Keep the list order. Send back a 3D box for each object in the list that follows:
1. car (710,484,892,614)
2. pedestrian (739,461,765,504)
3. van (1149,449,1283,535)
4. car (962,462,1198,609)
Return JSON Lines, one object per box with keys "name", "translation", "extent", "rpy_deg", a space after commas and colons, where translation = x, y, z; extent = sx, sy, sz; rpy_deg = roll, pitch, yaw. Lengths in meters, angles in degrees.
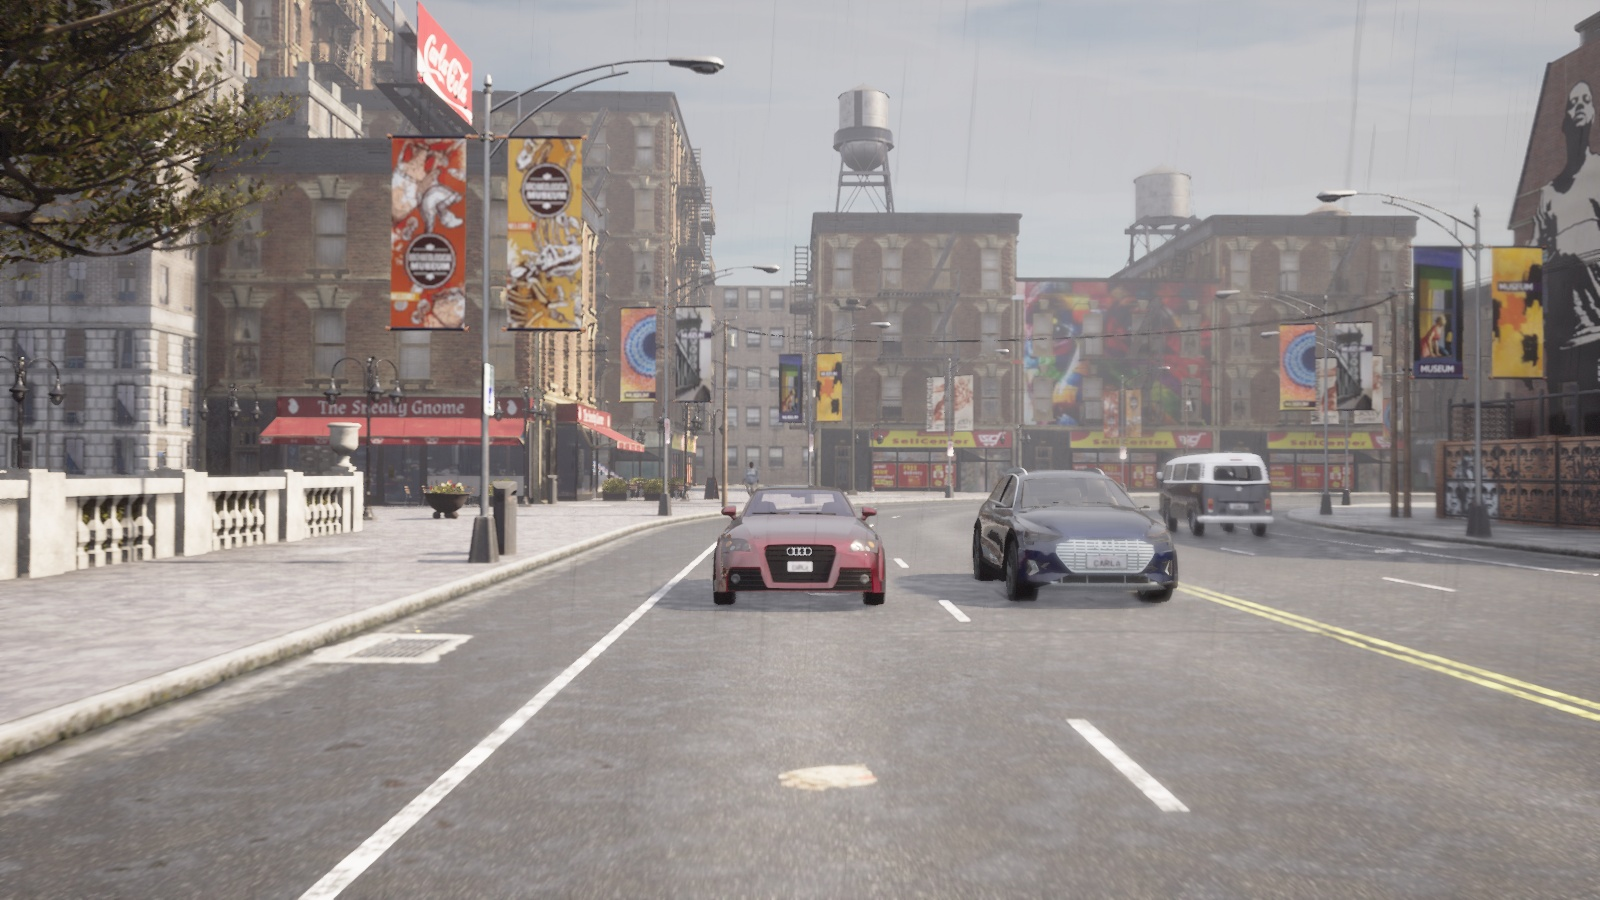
{"name": "car", "translation": [-0.013, 1.147, 15.949], "extent": [1.994, 1.385, 4.181], "rpy_deg": [0, -1, -1]}
{"name": "pedestrian", "translation": [-2.100, 1.405, 55.056], "extent": [0.874, 1.855, 0.900], "rpy_deg": [-1, -1, 17]}
{"name": "van", "translation": [10.567, 1.038, 32.292], "extent": [2.069, 2.038, 4.480], "rpy_deg": [0, -1, 2]}
{"name": "car", "translation": [3.490, 1.011, 16.695], "extent": [2.033, 1.649, 4.856], "rpy_deg": [0, -1, 0]}
